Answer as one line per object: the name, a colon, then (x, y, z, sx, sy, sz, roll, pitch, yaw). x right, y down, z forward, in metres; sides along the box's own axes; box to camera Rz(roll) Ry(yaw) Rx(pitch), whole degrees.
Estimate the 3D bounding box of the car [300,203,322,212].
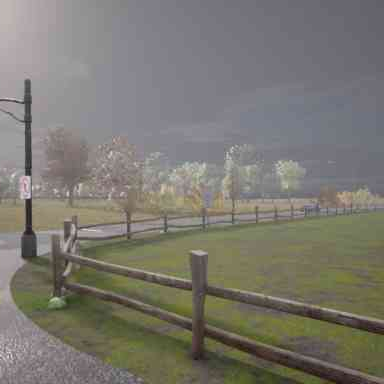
car: (18.970, 2.449, 52.928, 2.033, 1.411, 5.357, -1, -2, 40)
